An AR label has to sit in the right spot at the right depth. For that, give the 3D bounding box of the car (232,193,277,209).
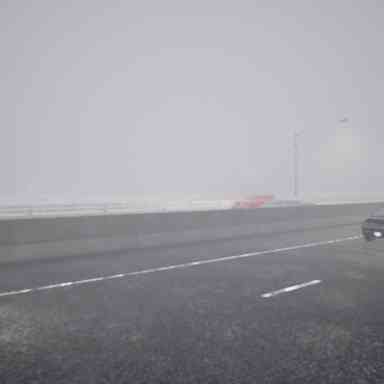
[{"bbox_3d":[6.776,1.156,34.765,5.566,2.045,2.150,0,0,-36],"label":"car"}]

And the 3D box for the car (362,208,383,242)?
[{"bbox_3d":[9.498,1.447,14.913,4.892,1.490,1.837,0,0,-36],"label":"car"}]

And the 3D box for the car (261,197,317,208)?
[{"bbox_3d":[8.383,1.426,27.295,4.902,1.511,2.128,0,0,-36],"label":"car"}]

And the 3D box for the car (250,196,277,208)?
[{"bbox_3d":[8.168,1.436,31.451,4.892,1.490,1.837,0,0,-36],"label":"car"}]
